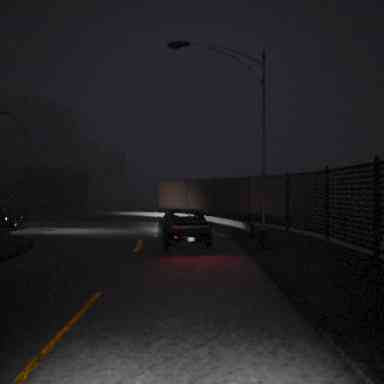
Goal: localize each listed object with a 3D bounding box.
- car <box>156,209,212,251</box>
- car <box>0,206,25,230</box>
[{"bbox_3d":[-0.442,1.472,14.161,2.128,1.511,4.902,0,0,-10],"label":"car"},{"bbox_3d":[-12.358,1.577,19.329,4.718,1.301,1.895,0,0,3],"label":"car"}]
